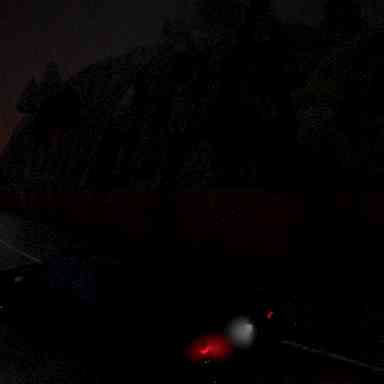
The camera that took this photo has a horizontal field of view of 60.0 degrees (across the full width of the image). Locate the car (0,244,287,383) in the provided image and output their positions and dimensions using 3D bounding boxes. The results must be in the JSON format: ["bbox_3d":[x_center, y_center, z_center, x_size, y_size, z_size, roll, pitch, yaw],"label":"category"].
[{"bbox_3d":[-1.317,1.570,5.242,5.357,1.411,2.033,0,0,40],"label":"car"}]
